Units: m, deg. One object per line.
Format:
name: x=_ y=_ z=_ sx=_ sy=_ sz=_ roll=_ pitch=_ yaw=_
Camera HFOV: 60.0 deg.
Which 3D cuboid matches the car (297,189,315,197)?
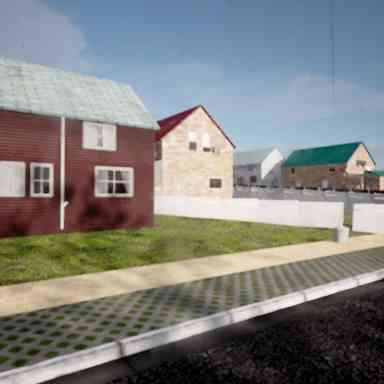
car: x=12.154 y=0.459 z=36.287 sx=1.812 sy=1.442 sz=4.674 roll=0 pitch=2 yaw=-33
